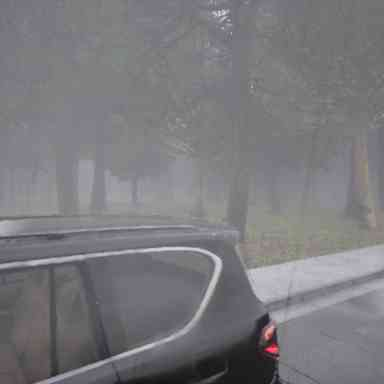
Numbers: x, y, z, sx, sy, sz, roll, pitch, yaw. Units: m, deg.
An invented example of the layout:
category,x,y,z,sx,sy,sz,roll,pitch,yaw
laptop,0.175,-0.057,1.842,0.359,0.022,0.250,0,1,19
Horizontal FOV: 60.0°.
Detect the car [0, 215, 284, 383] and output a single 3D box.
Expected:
category,x,y,z,sx,sy,sz,roll,pitch,yaw
car,-1.915,1.221,1.704,5.566,2.045,2.150,0,0,-35
